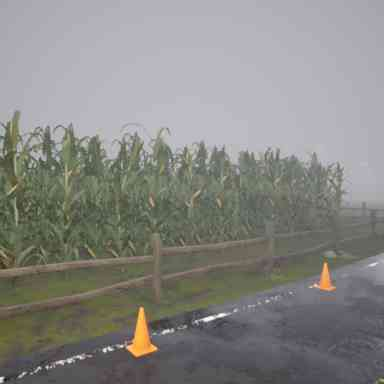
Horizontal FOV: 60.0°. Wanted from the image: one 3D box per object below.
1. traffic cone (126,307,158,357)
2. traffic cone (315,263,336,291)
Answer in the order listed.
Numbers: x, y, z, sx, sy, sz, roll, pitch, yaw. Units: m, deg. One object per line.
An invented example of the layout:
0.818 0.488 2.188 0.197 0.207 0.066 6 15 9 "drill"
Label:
-0.718 1.948 4.745 0.340 0.580 0.340 0 0 -37 "traffic cone"
3.116 1.948 7.763 0.340 0.580 0.340 0 0 -40 "traffic cone"
